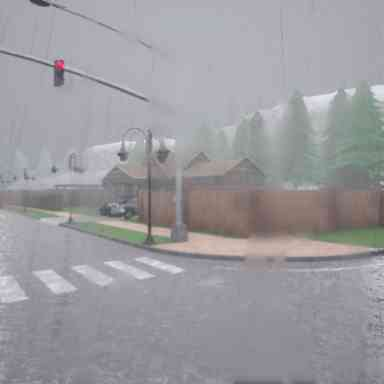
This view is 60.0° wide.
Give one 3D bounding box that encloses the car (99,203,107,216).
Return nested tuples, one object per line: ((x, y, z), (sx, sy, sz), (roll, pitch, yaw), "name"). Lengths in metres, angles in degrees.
((-6.019, 1.208, 29.087), (3.866, 1.878, 1.905), (0, 0, -37), "car")

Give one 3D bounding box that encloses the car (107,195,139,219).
((-4.201, 1.202, 27.307), (4.605, 1.855, 1.932), (0, 0, -37), "car")
